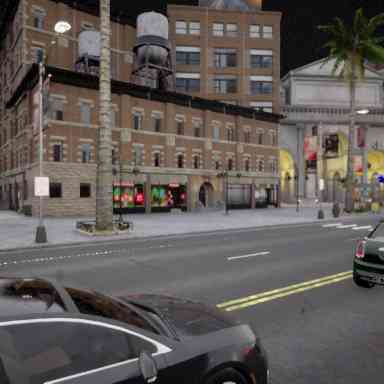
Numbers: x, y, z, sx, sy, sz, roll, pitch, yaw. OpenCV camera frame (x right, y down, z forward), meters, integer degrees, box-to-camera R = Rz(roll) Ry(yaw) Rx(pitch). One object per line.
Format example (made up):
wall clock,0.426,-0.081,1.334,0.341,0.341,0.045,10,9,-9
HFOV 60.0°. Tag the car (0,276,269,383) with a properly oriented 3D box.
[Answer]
car,-1.460,1.505,2.698,4.892,1.490,1.837,0,0,-36

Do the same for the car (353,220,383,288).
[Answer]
car,5.916,1.348,7.994,4.553,1.767,2.097,0,0,-35
